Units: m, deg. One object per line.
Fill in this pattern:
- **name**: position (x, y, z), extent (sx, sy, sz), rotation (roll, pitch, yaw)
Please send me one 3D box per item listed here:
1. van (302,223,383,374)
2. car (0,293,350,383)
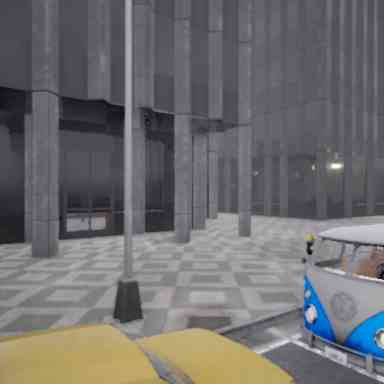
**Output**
- **van**: position (3.358, 1.358, 5.024), extent (3.998, 1.788, 1.690), rotation (0, 0, -35)
- **car**: position (-1.381, 1.524, 1.659), extent (4.829, 1.417, 1.752), rotation (0, 0, -35)
